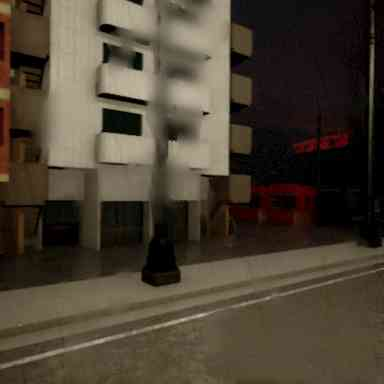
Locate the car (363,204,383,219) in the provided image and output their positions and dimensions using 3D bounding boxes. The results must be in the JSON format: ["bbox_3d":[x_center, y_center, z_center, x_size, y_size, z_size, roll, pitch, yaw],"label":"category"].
[{"bbox_3d":[18.768,2.014,35.627,2.033,1.411,5.357,1,-1,-36],"label":"car"}]
